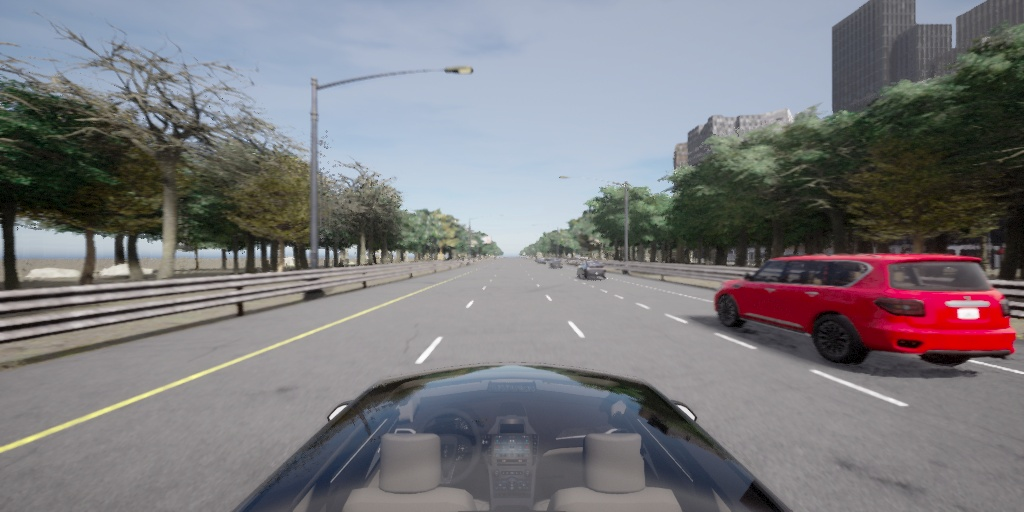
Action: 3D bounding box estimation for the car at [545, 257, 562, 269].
[{"bbox_3d":[7.112,1.265,59.153,2.128,1.511,4.902,0,0,0],"label":"car"}]

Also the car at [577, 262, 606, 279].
[{"bbox_3d":[7.036,1.253,32.122,2.128,1.511,4.902,0,0,0],"label":"car"}]

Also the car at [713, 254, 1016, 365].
[{"bbox_3d":[6.998,0.979,8.182,2.150,2.045,5.566,0,0,0],"label":"car"}]
